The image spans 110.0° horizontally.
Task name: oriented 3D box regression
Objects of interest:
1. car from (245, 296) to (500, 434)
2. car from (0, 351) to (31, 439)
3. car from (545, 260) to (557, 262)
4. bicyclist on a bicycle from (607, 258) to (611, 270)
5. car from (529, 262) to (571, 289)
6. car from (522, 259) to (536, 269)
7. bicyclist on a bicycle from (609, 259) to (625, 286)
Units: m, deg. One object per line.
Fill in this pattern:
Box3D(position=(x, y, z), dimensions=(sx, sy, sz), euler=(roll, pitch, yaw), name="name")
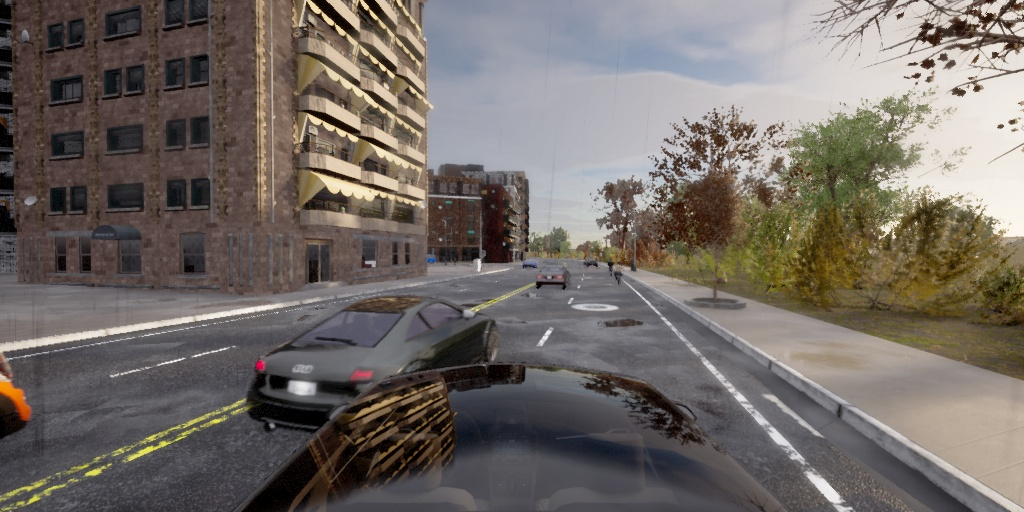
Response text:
Box3D(position=(-1.614, 1.313, 5.578), dimensions=(1.994, 1.385, 4.181), euler=(0, 0, 15), name="car")
Box3D(position=(-6.211, 1.104, 1.665), dimensions=(2.097, 1.767, 4.553), euler=(0, 0, 15), name="car")
Box3D(position=(6.021, 1.297, 55.031), dimensions=(1.994, 1.385, 4.181), euler=(0, 0, 11), name="car")
Box3D(position=(9.225, 1.110, 33.540), dimensions=(0.659, 1.776, 1.843), euler=(0, 0, 12), name="bicyclist on a bicycle")
Box3D(position=(2.732, 1.292, 23.080), dimensions=(2.033, 1.411, 5.357), euler=(0, 0, 13), name="car")
Box3D(position=(2.758, 1.213, 55.301), dimensions=(1.882, 1.535, 5.008), euler=(0, 0, 9), name="car")
Box3D(position=(7.123, 1.180, 24.009), dimensions=(0.866, 1.612, 1.509), euler=(0, 0, 13), name="bicyclist on a bicycle")
